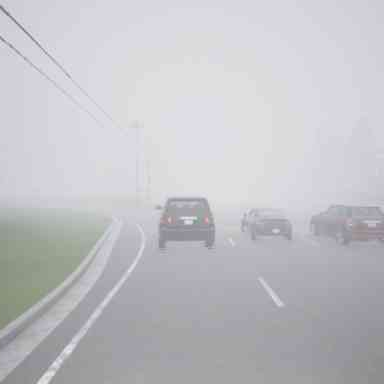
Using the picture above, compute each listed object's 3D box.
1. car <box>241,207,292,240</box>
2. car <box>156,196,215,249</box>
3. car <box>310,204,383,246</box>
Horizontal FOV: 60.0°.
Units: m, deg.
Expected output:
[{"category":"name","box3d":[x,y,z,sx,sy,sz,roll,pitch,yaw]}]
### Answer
[{"category":"car","box3d":[3.592,1.482,16.509,1.812,1.442,4.674,0,0,0]},{"category":"car","box3d":[-0.398,1.181,14.571,2.150,2.045,5.566,0,0,-6]},{"category":"car","box3d":[7.088,1.313,15.207,2.097,1.767,4.553,0,0,0]}]
